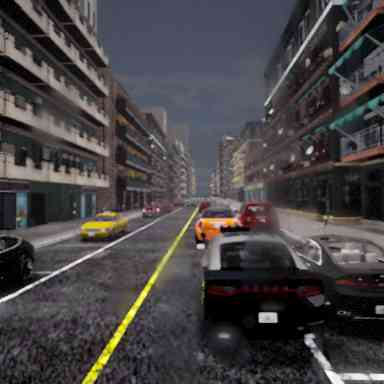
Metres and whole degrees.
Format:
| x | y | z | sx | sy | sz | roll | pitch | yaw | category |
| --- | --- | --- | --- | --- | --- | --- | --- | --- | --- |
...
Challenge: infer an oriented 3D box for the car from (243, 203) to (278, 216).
| x | y | z | sx | sy | sz | roll | pitch | yaw | category |
| --- | --- | --- | --- | --- | --- | --- | --- | --- | --- |
| 3.530 | 1.501 | 18.591 | 2.192 | 1.841 | 5.009 | 0 | -1 | 2 | car |

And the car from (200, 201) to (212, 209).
| x | y | z | sx | sy | sz | roll | pitch | yaw | category |
| --- | --- | --- | --- | --- | --- | --- | --- | --- | --- |
| 2.427 | 2.237 | 57.468 | 1.895 | 1.301 | 4.718 | -1 | -1 | 2 | car |

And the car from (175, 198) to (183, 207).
| x | y | z | sx | sy | sz | roll | pitch | yaw | category |
| --- | --- | --- | --- | --- | --- | --- | --- | --- | --- |
| -2.770 | 2.130 | 69.619 | 2.192 | 1.841 | 5.009 | 0 | -1 | 2 | car |

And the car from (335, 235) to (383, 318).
| x | y | z | sx | sy | sz | roll | pitch | yaw | category |
| --- | --- | --- | --- | --- | --- | --- | --- | --- | --- |
| 3.070 | 1.611 | 7.325 | 2.008 | 1.369 | 4.403 | 0 | -1 | 2 | car |

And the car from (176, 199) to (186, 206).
| x | y | z | sx | sy | sz | roll | pitch | yaw | category |
| --- | --- | --- | --- | --- | --- | --- | --- | --- | --- |
| -2.539 | 2.316 | 75.248 | 1.967 | 1.590 | 4.097 | 0 | -1 | 2 | car |

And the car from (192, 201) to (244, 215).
| x | y | z | sx | sy | sz | roll | pitch | yaw | category |
| --- | --- | --- | --- | --- | --- | --- | --- | --- | --- |
| 1.383 | 1.541 | 16.937 | 2.097 | 1.767 | 4.553 | -1 | -1 | 6 | car |

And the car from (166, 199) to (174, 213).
| x | y | z | sx | sy | sz | roll | pitch | yaw | category |
| --- | --- | --- | --- | --- | --- | --- | --- | --- | --- |
| -3.922 | 1.824 | 41.462 | 2.192 | 1.841 | 5.009 | 0 | -1 | 2 | car |

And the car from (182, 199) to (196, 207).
| x | y | z | sx | sy | sz | roll | pitch | yaw | category |
| --- | --- | --- | --- | --- | --- | --- | --- | --- | --- |
| -0.223 | 2.302 | 66.057 | 2.033 | 1.411 | 5.357 | -1 | -1 | 2 | car |

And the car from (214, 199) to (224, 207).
| x | y | z | sx | sy | sz | roll | pitch | yaw | category |
| --- | --- | --- | --- | --- | --- | --- | --- | --- | --- |
| 5.611 | 2.268 | 69.441 | 1.752 | 1.417 | 4.829 | 0 | -1 | 2 | car |

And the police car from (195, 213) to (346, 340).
| x | y | z | sx | sy | sz | roll | pitch | yaw | category |
| --- | --- | --- | --- | --- | --- | --- | --- | --- | --- |
| 1.125 | 1.497 | 7.018 | 1.930 | 1.638 | 5.238 | -1 | -1 | 3 | police car |

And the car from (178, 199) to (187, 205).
| x | y | z | sx | sy | sz | roll | pitch | yaw | category |
| --- | --- | --- | --- | --- | --- | --- | --- | --- | --- |
| -2.308 | 2.482 | 80.879 | 1.887 | 1.381 | 4.507 | 0 | -1 | 2 | car |

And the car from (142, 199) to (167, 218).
| x | y | z | sx | sy | sz | roll | pitch | yaw | category |
| --- | --- | --- | --- | --- | --- | --- | --- | --- | --- |
| -4.153 | 1.887 | 35.830 | 1.967 | 1.590 | 4.097 | 0 | -1 | 2 | car |

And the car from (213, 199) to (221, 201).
| x | y | z | sx | sy | sz | roll | pitch | yaw | category |
| --- | --- | --- | --- | --- | --- | --- | --- | --- | --- |
| 1.866 | 1.603 | 22.861 | 2.097 | 1.767 | 4.553 | 0 | -1 | 2 | car |

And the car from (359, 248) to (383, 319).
| x | y | z | sx | sy | sz | roll | pitch | yaw | category |
| --- | --- | --- | --- | --- | --- | --- | --- | --- | --- |
| 2.838 | 1.437 | 1.696 | 1.967 | 1.590 | 4.097 | 0 | -1 | 2 | car |

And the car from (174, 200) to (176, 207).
| x | y | z | sx | sy | sz | roll | pitch | yaw | category |
| --- | --- | --- | --- | --- | --- | --- | --- | --- | --- |
| -3.691 | 2.152 | 47.091 | 1.802 | 1.307 | 4.206 | 0 | -1 | 2 | car |

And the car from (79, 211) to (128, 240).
| x | y | z | sx | sy | sz | roll | pitch | yaw | category |
| --- | --- | --- | --- | --- | --- | --- | --- | --- | --- |
| -4.850 | 1.784 | 18.764 | 1.752 | 1.417 | 4.829 | 0 | -1 | 2 | car |

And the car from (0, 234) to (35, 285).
| x | y | z | sx | sy | sz | roll | pitch | yaw | category |
| --- | --- | --- | --- | --- | --- | --- | --- | --- | --- |
| -5.304 | 1.701 | 7.670 | 1.947 | 1.339 | 4.313 | 0 | -1 | 2 | car |

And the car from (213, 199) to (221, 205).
| x | y | z | sx | sy | sz | roll | pitch | yaw | category |
| --- | --- | --- | --- | --- | --- | --- | --- | --- | --- |
| 6.065 | 2.407 | 80.533 | 1.887 | 1.381 | 4.507 | 0 | -1 | 2 | car |

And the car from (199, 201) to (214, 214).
| x | y | z | sx | sy | sz | roll | pitch | yaw | category |
| --- | --- | --- | --- | --- | --- | --- | --- | --- | --- |
| 1.903 | 1.969 | 44.255 | 1.882 | 1.535 | 5.008 | -1 | -1 | 3 | car |
